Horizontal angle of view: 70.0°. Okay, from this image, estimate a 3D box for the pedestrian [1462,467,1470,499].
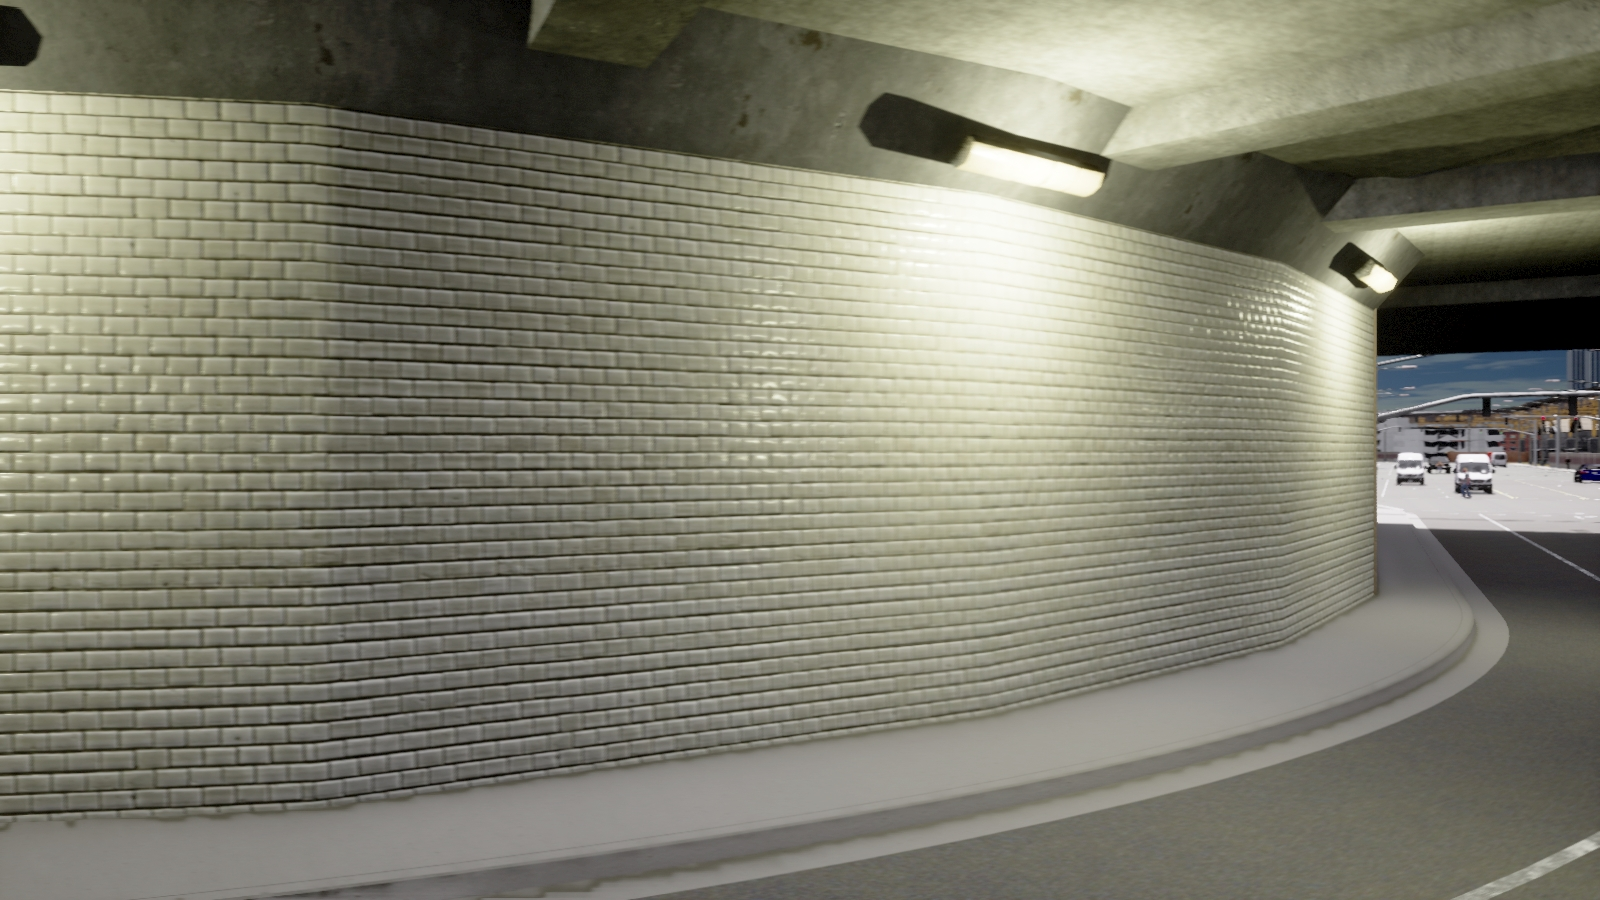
[{"bbox_3d":[39.016,1.909,66.927,0.375,1.860,0.375,0,0,27],"label":"pedestrian"}]
